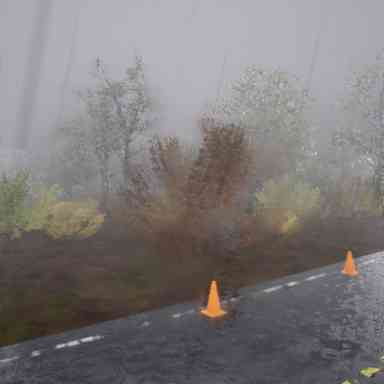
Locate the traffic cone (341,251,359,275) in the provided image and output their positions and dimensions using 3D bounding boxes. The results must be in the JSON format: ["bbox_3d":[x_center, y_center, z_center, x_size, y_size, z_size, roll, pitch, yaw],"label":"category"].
[{"bbox_3d":[4.346,1.927,9.162,0.340,0.580,0.340,0,0,-38],"label":"traffic cone"}]

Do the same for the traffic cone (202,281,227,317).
[{"bbox_3d":[0.411,1.948,6.170,0.340,0.580,0.340,0,0,-37],"label":"traffic cone"}]
